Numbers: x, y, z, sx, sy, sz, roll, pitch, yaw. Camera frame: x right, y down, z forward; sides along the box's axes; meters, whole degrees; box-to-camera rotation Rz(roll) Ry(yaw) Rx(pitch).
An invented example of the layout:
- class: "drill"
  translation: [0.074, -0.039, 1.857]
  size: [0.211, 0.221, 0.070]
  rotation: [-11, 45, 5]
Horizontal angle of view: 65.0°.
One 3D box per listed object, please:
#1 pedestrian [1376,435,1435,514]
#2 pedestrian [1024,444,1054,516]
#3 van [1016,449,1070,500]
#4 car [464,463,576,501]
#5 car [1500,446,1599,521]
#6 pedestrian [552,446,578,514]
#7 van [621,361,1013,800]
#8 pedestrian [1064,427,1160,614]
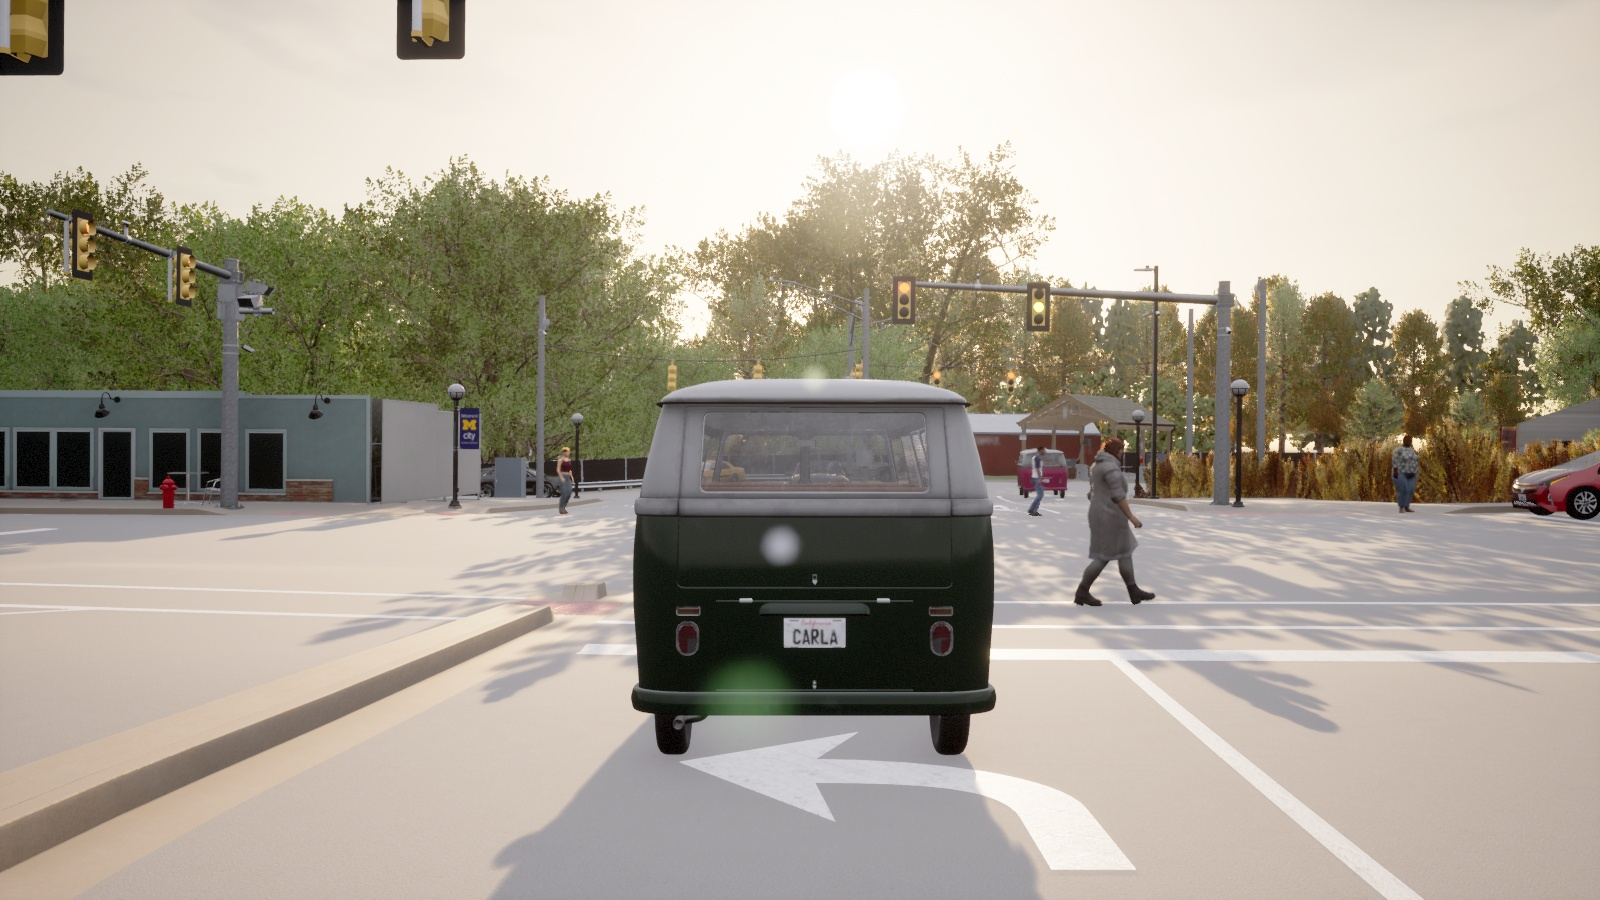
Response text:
- class: "pedestrian"
  translation: [14.448, 0.582, 29.972]
  size: [0.874, 1.855, 0.900]
  rotation: [1, 0, -14]
- class: "pedestrian"
  translation: [6.092, 0.761, 32.046]
  size: [0.706, 1.836, 0.354]
  rotation: [1, 0, 6]
- class: "van"
  translation: [10.011, 0.969, 52.071]
  size: [1.775, 1.987, 4.442]
  rotation: [-1, 0, 6]
- class: "car"
  translation: [-13.512, 1.534, 60.746]
  size: [4.856, 1.649, 2.033]
  rotation: [-1, 1, 8]
- class: "car"
  translation: [17.983, 0.673, 27.175]
  size: [4.514, 1.525, 2.007]
  rotation: [-1, 0, 4]
- class: "pedestrian"
  translation: [-6.389, 0.804, 34.135]
  size: [0.594, 1.836, 0.345]
  rotation: [1, 0, 39]
- class: "van"
  translation: [0.063, 0.631, 7.930]
  size: [1.775, 1.987, 4.442]
  rotation: [0, -1, 0]
- class: "pedestrian"
  translation: [3.357, 0.741, 13.549]
  size: [0.873, 1.952, 0.659]
  rotation: [1, 0, 4]
